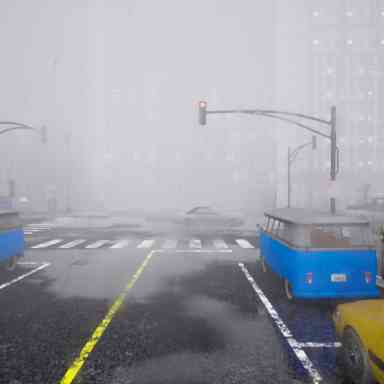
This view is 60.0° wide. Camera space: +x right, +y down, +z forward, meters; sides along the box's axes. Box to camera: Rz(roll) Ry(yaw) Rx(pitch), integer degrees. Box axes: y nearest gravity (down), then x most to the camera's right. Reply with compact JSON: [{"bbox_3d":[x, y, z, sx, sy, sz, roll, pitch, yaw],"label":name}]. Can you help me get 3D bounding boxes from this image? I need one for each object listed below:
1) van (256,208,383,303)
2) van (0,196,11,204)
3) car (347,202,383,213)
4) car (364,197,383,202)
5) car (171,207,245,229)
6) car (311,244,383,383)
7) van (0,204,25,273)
[{"bbox_3d":[2.687,1.339,7.948,1.690,1.788,3.998,-1,0,0],"label":"van"},{"bbox_3d":[-17.119,1.201,27.495,3.998,1.788,1.690,0,1,0],"label":"van"},{"bbox_3d":[13.730,1.653,24.682,4.718,1.301,1.895,0,1,0],"label":"car"},{"bbox_3d":[15.270,1.339,27.264,5.009,1.841,2.192,0,1,0],"label":"car"},{"bbox_3d":[1.052,1.631,21.574,4.718,1.301,1.895,0,1,0],"label":"car"},{"bbox_3d":[2.683,1.525,2.516,1.752,1.417,4.829,-1,0,0],"label":"car"},{"bbox_3d":[-5.693,1.339,7.986,1.690,1.788,3.998,-1,0,0],"label":"van"}]
